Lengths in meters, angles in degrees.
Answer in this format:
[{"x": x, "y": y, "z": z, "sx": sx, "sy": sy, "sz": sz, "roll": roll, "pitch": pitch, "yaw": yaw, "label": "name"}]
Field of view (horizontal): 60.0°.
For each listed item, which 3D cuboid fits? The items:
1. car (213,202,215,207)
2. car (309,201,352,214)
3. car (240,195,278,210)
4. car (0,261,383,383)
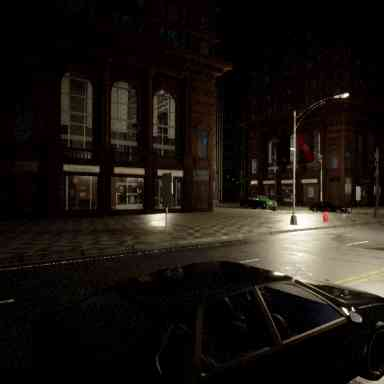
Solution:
[{"x": 1.812, "y": 1.755, "z": 55.482, "sx": 1.882, "sy": 1.535, "sz": 5.008, "roll": 1, "pitch": -1, "yaw": -35, "label": "car"}, {"x": 15.161, "y": 1.697, "z": 36.628, "sx": 1.812, "sy": 1.442, "sz": 4.674, "roll": 1, "pitch": -1, "yaw": -35, "label": "car"}, {"x": 8.996, "y": 1.442, "z": 45.329, "sx": 2.150, "sy": 2.045, "sz": 5.566, "roll": 1, "pitch": -1, "yaw": -36, "label": "car"}, {"x": 0.380, "y": 1.548, "z": 3.712, "sx": 5.357, "sy": 1.411, "sz": 2.033, "roll": 0, "pitch": 0, "yaw": -36, "label": "car"}]
